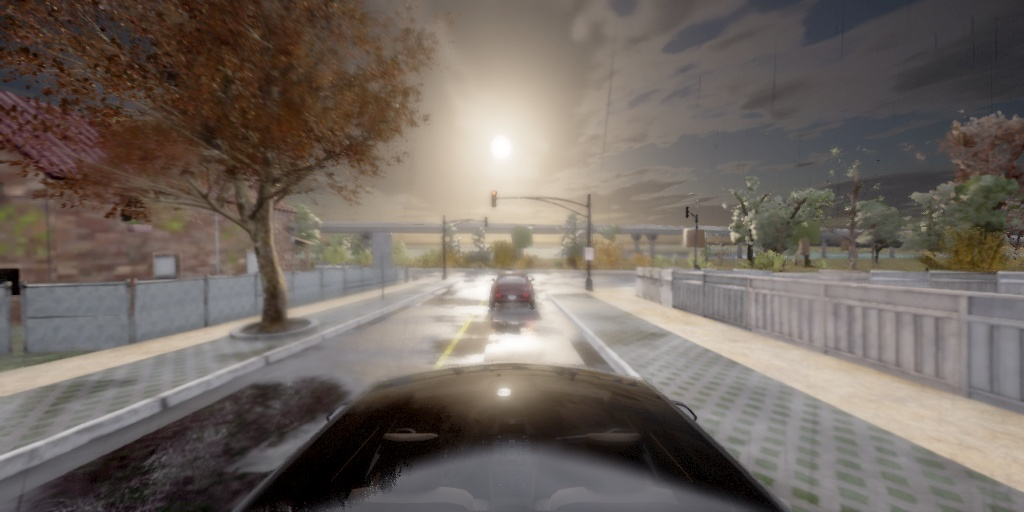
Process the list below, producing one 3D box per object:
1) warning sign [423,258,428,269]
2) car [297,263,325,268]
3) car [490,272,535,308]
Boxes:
[{"bbox_3d":[-14.261,1.267,58.890,1.060,1.860,1.300,0,0,36],"label":"warning sign"},{"bbox_3d":[-31.788,2.245,55.996,4.718,1.301,1.895,-1,1,37],"label":"car"},{"bbox_3d":[0.040,1.400,15.744,1.812,1.442,4.674,0,0,1],"label":"car"}]
